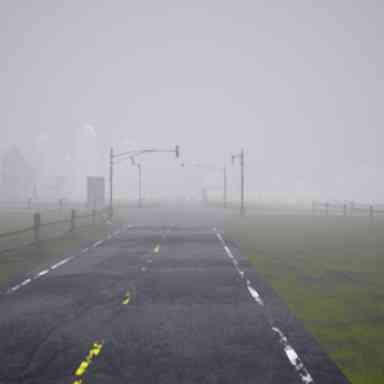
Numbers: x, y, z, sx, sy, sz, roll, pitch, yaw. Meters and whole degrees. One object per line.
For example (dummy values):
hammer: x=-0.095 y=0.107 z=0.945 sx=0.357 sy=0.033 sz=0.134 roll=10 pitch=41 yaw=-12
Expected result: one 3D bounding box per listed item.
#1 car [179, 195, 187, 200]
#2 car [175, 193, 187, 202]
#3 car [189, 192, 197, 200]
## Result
car: x=-2.453 y=1.517 z=91.953 sx=1.812 sy=1.442 sz=4.674 roll=0 pitch=0 yaw=0
car: x=-2.536 y=1.223 z=76.323 sx=2.150 sy=2.045 sz=5.566 roll=0 pitch=0 yaw=0
car: x=0.280 y=1.497 z=88.722 sx=1.837 sy=1.490 sz=4.892 roll=0 pitch=0 yaw=0
